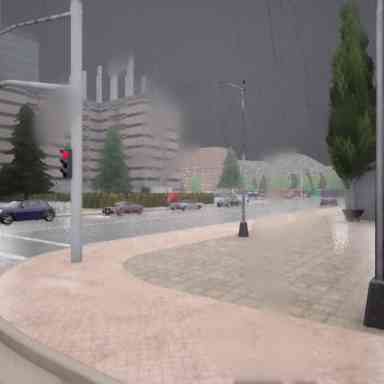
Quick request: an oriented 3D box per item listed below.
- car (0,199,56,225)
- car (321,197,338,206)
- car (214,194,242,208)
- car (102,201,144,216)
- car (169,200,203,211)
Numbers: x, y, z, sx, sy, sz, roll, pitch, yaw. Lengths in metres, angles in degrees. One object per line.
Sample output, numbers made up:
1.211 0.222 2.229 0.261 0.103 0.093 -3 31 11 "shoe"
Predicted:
-12.505 1.352 24.388 2.097 1.767 4.553 0 0 36 "car"
22.243 1.526 54.001 1.812 1.442 4.674 0 0 36 "car"
5.454 1.503 49.022 1.837 1.490 4.892 0 0 37 "car"
-6.662 1.564 32.439 1.994 1.385 4.181 0 0 36 "car"
-0.692 1.601 40.633 1.895 1.301 4.718 0 0 36 "car"
